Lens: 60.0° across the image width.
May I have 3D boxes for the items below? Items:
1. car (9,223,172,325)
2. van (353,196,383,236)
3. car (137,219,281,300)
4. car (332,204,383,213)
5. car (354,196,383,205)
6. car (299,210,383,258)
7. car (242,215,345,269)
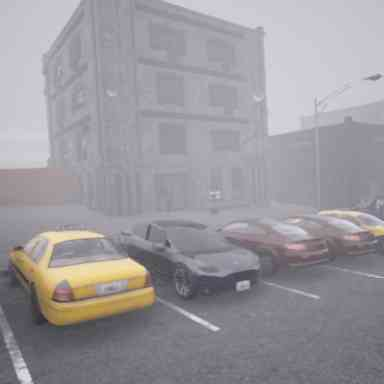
[{"bbox_3d":[-2.740,1.474,7.277,1.946,1.575,5.366,0,0,-36],"label":"car"},{"bbox_3d":[10.831,1.219,16.873,1.878,1.987,4.442,0,0,-36],"label":"van"},{"bbox_3d":[-0.343,1.501,8.724,2.163,1.488,4.792,0,0,-36],"label":"car"},{"bbox_3d":[6.564,1.452,13.459,1.946,1.575,5.366,0,0,-36],"label":"car"},{"bbox_3d":[8.610,1.199,15.180,2.435,2.045,5.566,0,0,-36],"label":"car"},{"bbox_3d":[4.084,1.501,11.914,2.002,1.452,4.674,0,0,-36],"label":"car"},{"bbox_3d":[1.913,1.506,10.365,2.002,1.452,4.674,0,0,-35],"label":"car"}]
